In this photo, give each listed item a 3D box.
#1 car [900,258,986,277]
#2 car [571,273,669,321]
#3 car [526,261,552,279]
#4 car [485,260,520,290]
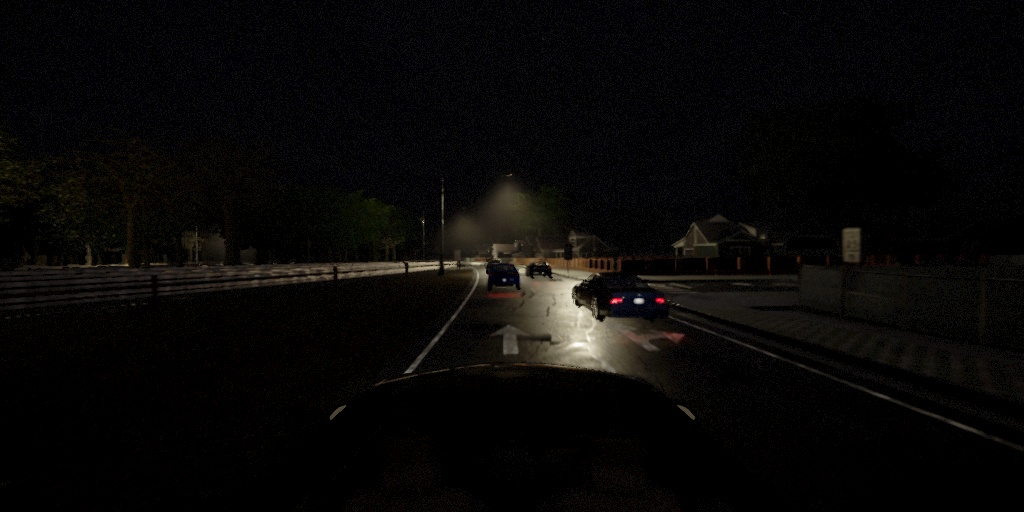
[{"bbox_3d":[26.779,0.872,22.551,4.902,1.511,2.128,-1,1,-1],"label":"car"},{"bbox_3d":[3.399,1.276,12.307,2.033,1.411,5.357,0,0,-2],"label":"car"},{"bbox_3d":[2.323,1.189,31.704,2.128,1.511,4.902,0,0,-5],"label":"car"},{"bbox_3d":[-0.549,1.197,22.488,1.882,1.535,5.008,0,0,-3],"label":"car"}]
